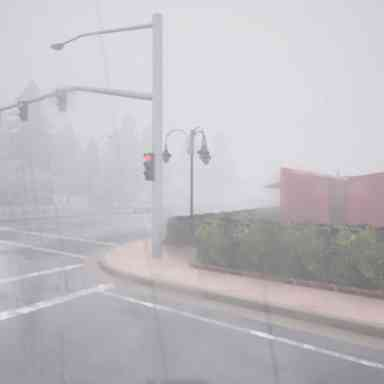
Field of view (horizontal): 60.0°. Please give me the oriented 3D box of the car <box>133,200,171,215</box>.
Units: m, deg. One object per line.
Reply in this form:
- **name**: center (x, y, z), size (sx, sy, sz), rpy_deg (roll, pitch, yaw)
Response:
- **car**: center (-4.143, 1.569, 35.114), size (1.812, 1.442, 4.674), rpy_deg (0, 0, 36)

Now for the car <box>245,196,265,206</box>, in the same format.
- **car**: center (10.499, 1.495, 55.335), size (1.837, 1.490, 4.892), rpy_deg (0, 0, 36)
